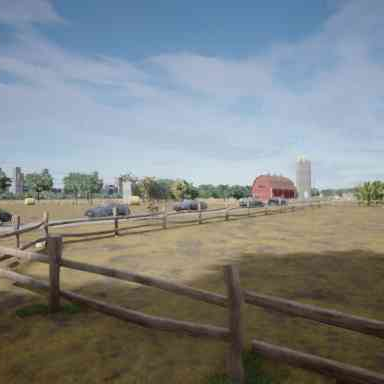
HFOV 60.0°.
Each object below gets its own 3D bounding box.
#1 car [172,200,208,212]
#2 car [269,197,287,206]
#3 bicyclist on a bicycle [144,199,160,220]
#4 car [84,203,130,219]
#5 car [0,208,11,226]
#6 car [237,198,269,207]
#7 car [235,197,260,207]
[{"bbox_3d":[-0.161,1.666,40.836,2.033,1.411,5.357,-2,-1,36],"label":"car"},{"bbox_3d":[14.574,1.608,56.669,1.837,1.490,4.892,-2,-2,35],"label":"car"},{"bbox_3d":[-3.160,1.415,26.297,1.656,1.620,0.582,0,0,35],"label":"bicyclist on a bicycle"},{"bbox_3d":[-7.658,1.664,30.287,1.994,1.385,4.181,-2,-1,35],"label":"car"},{"bbox_3d":[-14.234,1.592,21.137,1.837,1.490,4.892,-2,-1,38],"label":"car"},{"bbox_3d":[8.873,1.602,48.553,2.033,1.411,5.357,-2,-1,36],"label":"car"},{"bbox_3d":[8.957,1.635,53.510,1.882,1.535,5.008,-2,-1,35],"label":"car"}]
